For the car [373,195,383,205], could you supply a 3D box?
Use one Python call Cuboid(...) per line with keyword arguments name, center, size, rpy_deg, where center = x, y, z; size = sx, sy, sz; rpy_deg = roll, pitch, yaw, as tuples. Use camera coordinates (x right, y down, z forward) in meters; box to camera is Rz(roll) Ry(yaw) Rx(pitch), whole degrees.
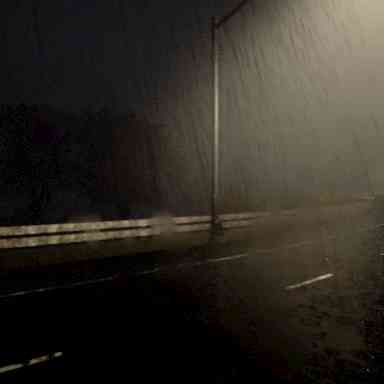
Cuboid(name="car", center=(36.596, 1.495, 63.792), size=(2.150, 2.045, 5.566), rpy_deg=(0, 0, 15))
